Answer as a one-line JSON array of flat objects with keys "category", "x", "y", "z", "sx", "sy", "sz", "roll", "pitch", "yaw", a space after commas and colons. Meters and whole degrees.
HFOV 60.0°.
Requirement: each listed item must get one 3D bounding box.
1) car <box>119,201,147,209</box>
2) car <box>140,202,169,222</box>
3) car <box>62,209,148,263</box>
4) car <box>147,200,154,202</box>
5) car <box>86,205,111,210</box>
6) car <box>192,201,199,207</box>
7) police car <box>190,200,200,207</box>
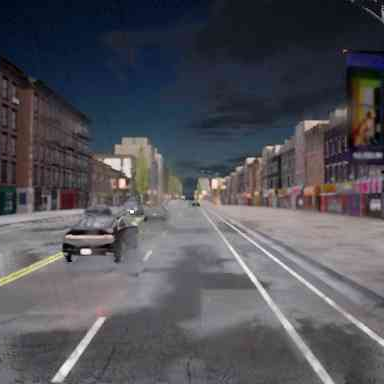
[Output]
[{"category": "car", "x": -6.563, "y": 1.786, "z": 36.012, "sx": 2.097, "sy": 1.767, "sz": 4.553, "roll": 0, "pitch": -1, "yaw": 0}, {"category": "car", "x": -3.126, "y": 1.888, "z": 29.953, "sx": 1.994, "sy": 1.385, "sz": 4.181, "roll": 0, "pitch": -1, "yaw": 0}, {"category": "car", "x": -3.139, "y": 1.578, "z": 12.291, "sx": 2.128, "sy": 1.511, "sz": 4.902, "roll": 0, "pitch": -1, "yaw": 0}, {"category": "car", "x": -9.688, "y": 2.676, "z": 76.568, "sx": 1.882, "sy": 1.535, "sz": 5.008, "roll": 0, "pitch": -2, "yaw": 0}, {"category": "car", "x": -9.816, "y": 2.017, "z": 35.034, "sx": 1.895, "sy": 1.301, "sz": 4.718, "roll": 0, "pitch": -1, "yaw": 0}, {"category": "car", "x": 1.050, "y": 3.351, "z": 92.934, "sx": 1.837, "sy": 1.490, "sz": 4.892, "roll": 0, "pitch": -2, "yaw": 0}, {"category": "police car", "x": 1.042, "y": 2.968, "z": 83.050, "sx": 1.930, "sy": 1.638, "sz": 5.238, "roll": 0, "pitch": -2, "yaw": 0}]
